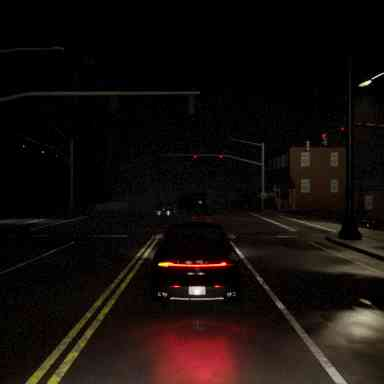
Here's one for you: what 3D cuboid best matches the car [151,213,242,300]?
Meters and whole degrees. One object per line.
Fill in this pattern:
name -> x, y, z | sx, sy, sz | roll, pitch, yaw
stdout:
car -> 0.087, 1.505, 8.336 | 1.837, 1.490, 4.892 | 0, 0, 0

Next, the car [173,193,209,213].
car -> 0.041, 1.152, 35.220 | 2.150, 2.045, 5.566 | -2, 0, -18

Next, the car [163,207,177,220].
car -> -3.681, 3.615, 55.736 | 2.033, 1.411, 5.357 | 0, -12, 0

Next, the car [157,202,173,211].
car -> -3.668, 2.056, 45.633 | 2.033, 1.411, 5.357 | 0, -4, 0

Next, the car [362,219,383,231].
car -> 17.456, 2.906, 28.817 | 4.718, 1.301, 1.895 | 8, 0, 0
